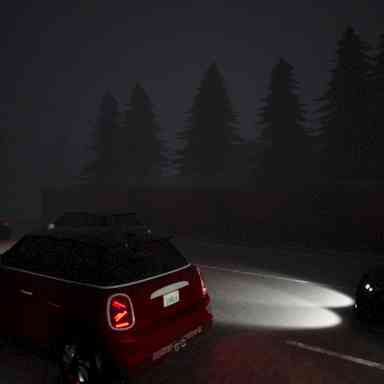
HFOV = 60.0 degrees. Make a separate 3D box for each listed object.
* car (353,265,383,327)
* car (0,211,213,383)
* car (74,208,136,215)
[{"bbox_3d":[4.726,1.564,4.917,4.181,1.385,1.994,0,0,36],"label":"car"},{"bbox_3d":[-1.989,1.352,5.404,4.553,1.767,2.097,0,0,35],"label":"car"},{"bbox_3d":[-3.408,1.352,10.716,4.553,1.767,2.097,0,0,35],"label":"car"}]
